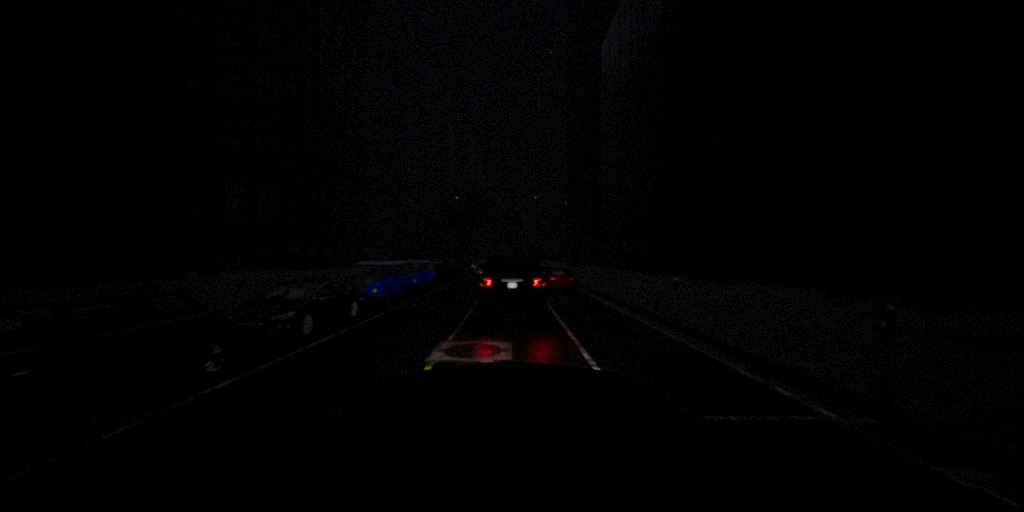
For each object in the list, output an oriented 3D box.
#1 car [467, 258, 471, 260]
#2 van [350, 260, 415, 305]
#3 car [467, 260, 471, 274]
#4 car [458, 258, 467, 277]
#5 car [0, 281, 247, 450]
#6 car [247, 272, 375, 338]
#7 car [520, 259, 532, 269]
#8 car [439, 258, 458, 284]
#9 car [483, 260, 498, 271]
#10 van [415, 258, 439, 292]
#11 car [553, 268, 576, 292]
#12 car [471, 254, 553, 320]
[{"bbox_3d":[-5.775,1.125,44.109,2.192,1.841,5.009,0,0,0],"label":"car"},{"bbox_3d":[-5.767,1.110,15.722,1.690,1.789,3.998,0,0,0],"label":"van"},{"bbox_3d":[-5.773,1.367,38.431,1.948,1.339,4.313,0,0,0],"label":"car"},{"bbox_3d":[-5.772,1.108,32.754,2.192,1.841,5.009,0,0,0],"label":"car"},{"bbox_3d":[-5.764,1.194,4.366,1.967,1.591,4.097,0,0,0],"label":"car"},{"bbox_3d":[-5.765,1.312,10.044,2.007,1.370,4.403,0,0,0],"label":"car"},{"bbox_3d":[2.337,1.345,62.208,1.837,1.490,4.892,0,0,0],"label":"car"},{"bbox_3d":[-5.770,1.100,27.077,2.192,1.841,5.009,0,0,0],"label":"car"},{"bbox_3d":[-3.095,1.349,51.947,1.812,1.442,4.674,0,0,0],"label":"car"},{"bbox_3d":[-5.768,1.118,21.399,1.690,1.789,3.998,0,0,0],"label":"van"},{"bbox_3d":[2.757,1.359,21.408,1.802,1.307,4.207,0,0,0],"label":"car"},{"bbox_3d":[0.049,0.978,12.856,2.150,2.045,5.566,0,-1,1],"label":"car"}]
